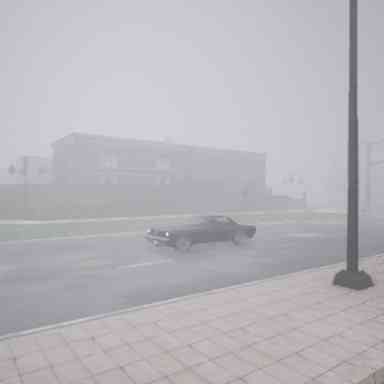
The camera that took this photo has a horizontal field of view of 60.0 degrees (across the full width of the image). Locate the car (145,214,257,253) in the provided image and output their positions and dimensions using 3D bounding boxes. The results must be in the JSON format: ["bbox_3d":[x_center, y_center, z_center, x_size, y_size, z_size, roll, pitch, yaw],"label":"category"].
[{"bbox_3d":[0.430,1.641,14.039,4.718,1.301,1.895,0,0,-35],"label":"car"}]
